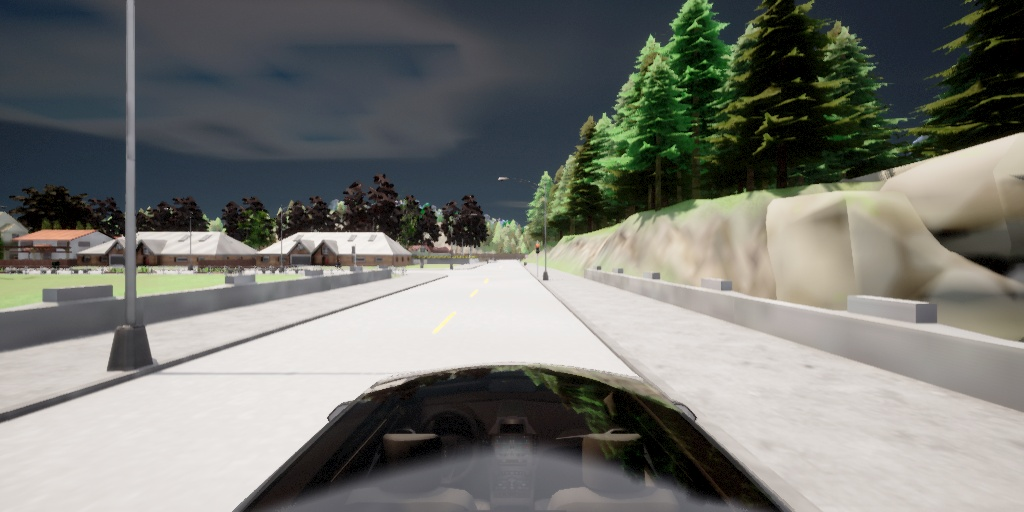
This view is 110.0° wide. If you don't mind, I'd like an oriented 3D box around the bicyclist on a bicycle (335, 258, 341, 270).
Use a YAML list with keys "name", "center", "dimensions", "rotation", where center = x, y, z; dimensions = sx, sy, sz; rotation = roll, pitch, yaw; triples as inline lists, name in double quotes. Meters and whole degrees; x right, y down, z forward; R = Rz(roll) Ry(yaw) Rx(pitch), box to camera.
- name: "bicyclist on a bicycle"
  center: [-24.181, 1.074, 49.924]
  dimensions: [0.582, 1.620, 1.656]
  rotation: [0, 0, 0]
